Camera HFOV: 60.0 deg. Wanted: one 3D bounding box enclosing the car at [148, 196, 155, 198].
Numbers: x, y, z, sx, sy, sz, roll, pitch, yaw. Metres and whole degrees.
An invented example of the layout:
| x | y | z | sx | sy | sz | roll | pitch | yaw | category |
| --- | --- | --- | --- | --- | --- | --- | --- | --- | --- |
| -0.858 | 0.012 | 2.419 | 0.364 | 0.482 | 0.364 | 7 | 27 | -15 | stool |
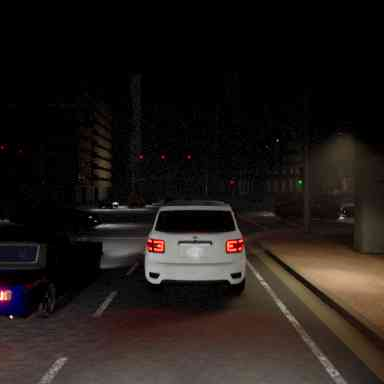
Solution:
| x | y | z | sx | sy | sz | roll | pitch | yaw | category |
| --- | --- | --- | --- | --- | --- | --- | --- | --- | --- |
| -7.935 | 1.505 | 57.032 | 1.837 | 1.490 | 4.892 | 0 | 0 | 0 | car |

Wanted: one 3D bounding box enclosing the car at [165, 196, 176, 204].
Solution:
| x | y | z | sx | sy | sz | roll | pitch | yaw | category |
| --- | --- | --- | --- | --- | --- | --- | --- | --- | --- |
| -4.297 | 1.504 | 67.355 | 1.837 | 1.490 | 4.892 | 0 | 0 | 0 | car |

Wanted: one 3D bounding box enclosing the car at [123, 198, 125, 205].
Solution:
| x | y | z | sx | sy | sz | roll | pitch | yaw | category |
| --- | --- | --- | --- | --- | --- | --- | --- | --- | --- |
| -11.432 | 1.601 | 55.254 | 1.895 | 1.301 | 4.718 | 0 | 0 | 0 | car |

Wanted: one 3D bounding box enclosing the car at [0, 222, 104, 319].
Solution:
| x | y | z | sx | sy | sz | roll | pitch | yaw | category |
| --- | --- | --- | --- | --- | --- | --- | --- | --- | --- |
| -3.419 | 1.601 | 7.304 | 1.895 | 1.301 | 4.718 | 0 | 0 | 1 | car |

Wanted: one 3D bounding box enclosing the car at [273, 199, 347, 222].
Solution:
| x | y | z | sx | sy | sz | roll | pitch | yaw | category |
| --- | --- | --- | --- | --- | --- | --- | --- | --- | --- |
| 8.807 | 1.491 | 25.676 | 4.902 | 1.511 | 2.128 | 0 | 0 | 0 | car |

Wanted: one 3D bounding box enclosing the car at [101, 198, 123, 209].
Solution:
| x | y | z | sx | sy | sz | roll | pitch | yaw | category |
| --- | --- | --- | --- | --- | --- | --- | --- | --- | --- |
| -11.401 | 1.547 | 45.662 | 2.033 | 1.411 | 5.357 | 0 | 0 | 0 | car |

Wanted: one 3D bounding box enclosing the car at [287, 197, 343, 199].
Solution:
| x | y | z | sx | sy | sz | roll | pitch | yaw | category |
| --- | --- | --- | --- | --- | --- | --- | --- | --- | --- |
| 12.298 | 1.505 | 32.849 | 4.892 | 1.490 | 1.837 | 0 | 0 | 0 | car |

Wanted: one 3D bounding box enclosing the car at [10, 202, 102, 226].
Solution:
| x | y | z | sx | sy | sz | roll | pitch | yaw | category |
| --- | --- | --- | --- | --- | --- | --- | --- | --- | --- |
| -9.071 | 1.548 | 22.083 | 5.357 | 1.411 | 2.033 | 0 | 0 | -1 | car |

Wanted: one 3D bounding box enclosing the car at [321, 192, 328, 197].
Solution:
| x | y | z | sx | sy | sz | roll | pitch | yaw | category |
| --- | --- | --- | --- | --- | --- | --- | --- | --- | --- |
| 30.159 | 1.153 | 79.658 | 1.932 | 1.855 | 4.605 | 0 | 0 | 0 | car |

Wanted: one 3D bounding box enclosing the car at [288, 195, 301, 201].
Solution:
| x | y | z | sx | sy | sz | roll | pitch | yaw | category |
| --- | --- | --- | --- | --- | --- | --- | --- | --- | --- |
| 24.580 | 1.395 | 79.603 | 1.970 | 1.475 | 3.806 | 0 | 0 | 0 | car |

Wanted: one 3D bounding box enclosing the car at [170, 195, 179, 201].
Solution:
| x | y | z | sx | sy | sz | roll | pitch | yaw | category |
| --- | --- | --- | --- | --- | --- | --- | --- | --- | --- |
| -4.474 | 1.552 | 84.583 | 1.994 | 1.385 | 4.181 | 0 | 0 | 0 | car |

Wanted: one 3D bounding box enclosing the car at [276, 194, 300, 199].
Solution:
| x | y | z | sx | sy | sz | roll | pitch | yaw | category |
| --- | --- | --- | --- | --- | --- | --- | --- | --- | --- |
| 13.242 | 1.153 | 47.078 | 1.932 | 1.855 | 4.605 | 0 | 0 | 0 | car |

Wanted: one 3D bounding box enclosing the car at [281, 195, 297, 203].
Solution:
| x | y | z | sx | sy | sz | roll | pitch | yaw | category |
| --- | --- | --- | --- | --- | --- | --- | --- | --- | --- |
| 18.826 | 1.395 | 64.496 | 1.970 | 1.475 | 3.806 | 0 | 0 | 0 | car |

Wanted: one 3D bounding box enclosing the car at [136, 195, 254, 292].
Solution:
| x | y | z | sx | sy | sz | roll | pitch | yaw | category |
| --- | --- | --- | --- | --- | --- | --- | --- | --- | --- |
| 0.094 | 1.221 | 9.055 | 2.150 | 2.045 | 5.566 | 0 | 0 | 1 | car |

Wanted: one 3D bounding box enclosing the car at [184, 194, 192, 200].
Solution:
| x | y | z | sx | sy | sz | roll | pitch | yaw | category |
| --- | --- | --- | --- | --- | --- | --- | --- | --- | --- |
| -0.979 | 1.303 | 85.781 | 1.882 | 1.535 | 5.008 | 0 | 0 | 0 | car |

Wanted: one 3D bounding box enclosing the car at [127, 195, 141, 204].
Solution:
| x | y | z | sx | sy | sz | roll | pitch | yaw | category |
| --- | --- | --- | --- | --- | --- | --- | --- | --- | --- |
| -11.420 | 1.477 | 65.740 | 1.882 | 1.535 | 5.008 | 0 | 0 | 0 | car |

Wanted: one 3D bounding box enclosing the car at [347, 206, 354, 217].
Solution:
| x | y | z | sx | sy | sz | roll | pitch | yaw | category |
| --- | --- | --- | --- | --- | --- | --- | --- | --- | --- |
| 15.453 | 1.564 | 29.314 | 4.181 | 1.385 | 1.994 | 0 | 0 | 1 | car |

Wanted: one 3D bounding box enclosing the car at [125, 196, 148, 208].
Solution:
| x | y | z | sx | sy | sz | roll | pitch | yaw | category |
| --- | --- | --- | --- | --- | --- | --- | --- | --- | --- |
| -7.906 | 1.477 | 47.761 | 1.882 | 1.535 | 5.008 | 0 | 0 | 0 | car |

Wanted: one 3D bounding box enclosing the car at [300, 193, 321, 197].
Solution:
| x | y | z | sx | sy | sz | roll | pitch | yaw | category |
| --- | --- | --- | --- | --- | --- | --- | --- | --- | --- |
| 16.136 | 1.156 | 47.027 | 1.905 | 1.878 | 3.866 | 0 | 0 | 0 | car |
